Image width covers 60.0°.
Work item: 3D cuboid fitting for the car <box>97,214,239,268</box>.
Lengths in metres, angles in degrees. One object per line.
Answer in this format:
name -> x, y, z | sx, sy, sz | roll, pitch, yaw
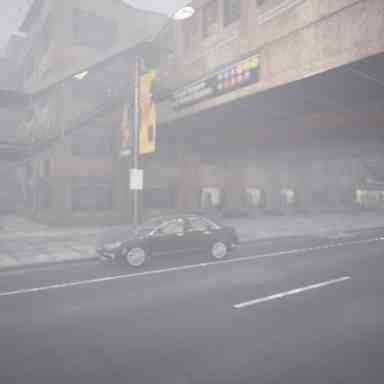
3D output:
car -> -0.709, 1.536, 11.355 | 4.892, 1.521, 2.231 | 1, 0, -26
